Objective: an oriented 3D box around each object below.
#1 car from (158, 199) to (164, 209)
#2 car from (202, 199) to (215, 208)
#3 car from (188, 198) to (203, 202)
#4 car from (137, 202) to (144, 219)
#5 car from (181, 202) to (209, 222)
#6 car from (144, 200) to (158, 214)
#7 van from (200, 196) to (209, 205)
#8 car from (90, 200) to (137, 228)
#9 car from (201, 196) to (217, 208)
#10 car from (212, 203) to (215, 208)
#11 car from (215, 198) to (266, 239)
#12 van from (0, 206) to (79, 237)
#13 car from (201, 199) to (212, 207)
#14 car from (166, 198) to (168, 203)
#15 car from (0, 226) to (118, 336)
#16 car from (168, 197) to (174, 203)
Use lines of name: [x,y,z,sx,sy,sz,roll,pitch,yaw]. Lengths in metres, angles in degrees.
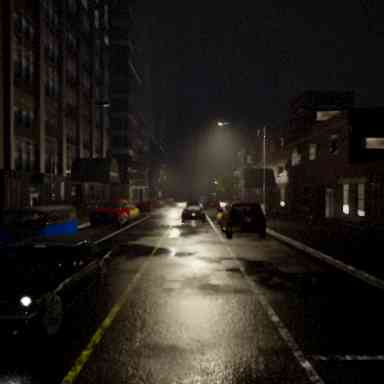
car: [-5.654,1.904,51.259,1.752,1.417,4.829,-1,0,0]
car: [2.732,1.987,56.943,1.947,1.339,4.313,-1,0,0]
car: [0.146,1.859,45.035,1.812,1.442,4.674,0,-1,0]
car: [-5.675,1.741,29.121,1.752,1.417,4.829,-1,0,0]
car: [0.127,1.772,28.180,1.994,1.385,4.181,0,-1,0]
car: [-5.664,1.843,40.359,1.887,1.381,4.507,-1,0,0]
van: [2.744,1.884,73.548,1.690,1.788,3.998,-1,0,0]
car: [-5.683,1.491,23.757,2.192,1.841,5.009,-1,0,0]
car: [2.718,1.655,45.877,2.192,1.841,5.009,-1,0,0]
car: [2.701,1.703,23.908,1.752,1.417,4.829,-1,0,0]
car: [2.692,1.451,18.205,2.192,1.841,5.009,-1,0,0]
van: [-5.693,1.436,12.688,1.690,1.788,3.998,-1,0,0]
car: [2.737,2.044,62.478,1.802,1.307,4.206,-1,0,0]
car: [-5.649,1.945,56.793,1.752,1.417,4.829,-1,0,0]
car: [-3.090,1.653,6.886,1.895,1.301,4.718,0,0,0]
car: [-5.624,2.065,84.638,1.967,1.590,4.097,-1,0,0]
